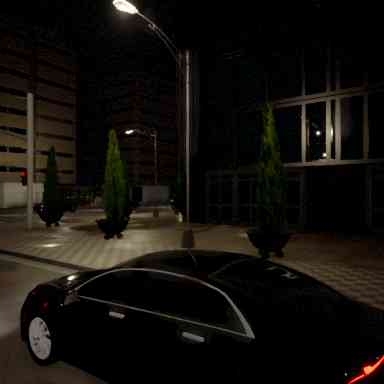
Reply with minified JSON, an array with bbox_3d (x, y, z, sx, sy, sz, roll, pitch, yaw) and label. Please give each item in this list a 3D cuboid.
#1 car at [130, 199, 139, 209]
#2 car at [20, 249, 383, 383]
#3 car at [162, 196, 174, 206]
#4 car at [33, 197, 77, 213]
[{"bbox_3d":[-9.114,1.581,44.964,1.812,1.442,4.674,0,0,35],"label":"car"},{"bbox_3d":[-0.249,1.505,4.169,4.892,1.490,1.837,0,0,36],"label":"car"},{"bbox_3d":[-2.765,1.407,53.949,2.097,1.767,4.553,0,0,36],"label":"car"},{"bbox_3d":[-15.049,1.407,36.571,2.097,1.767,4.553,0,0,35],"label":"car"}]
